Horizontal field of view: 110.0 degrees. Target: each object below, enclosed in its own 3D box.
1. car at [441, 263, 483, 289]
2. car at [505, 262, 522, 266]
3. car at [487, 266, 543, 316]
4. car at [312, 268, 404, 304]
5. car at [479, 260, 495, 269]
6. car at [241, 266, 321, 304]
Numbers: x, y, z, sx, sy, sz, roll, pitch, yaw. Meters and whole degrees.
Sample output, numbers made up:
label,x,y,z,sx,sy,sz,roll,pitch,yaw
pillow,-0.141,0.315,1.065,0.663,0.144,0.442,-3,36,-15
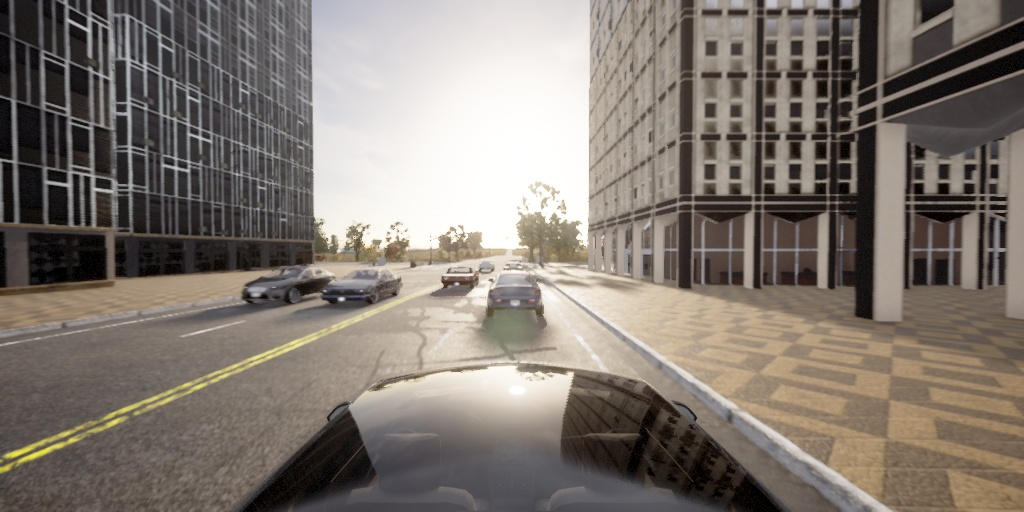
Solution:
label,x,y,z,sx,sy,sz,roll,pitch,yaw
car,-3.151,1.301,22.748,1.895,1.301,4.718,0,0,0
car,0.100,1.222,31.790,2.033,1.411,5.357,0,0,0
car,0.099,1.249,13.166,1.812,1.442,4.674,0,0,0
car,-6.502,1.263,16.338,2.033,1.411,5.357,0,0,0
car,-3.152,1.158,45.005,1.812,1.442,4.674,0,0,0
car,-9.755,1.211,16.121,2.128,1.511,4.902,0,0,0
